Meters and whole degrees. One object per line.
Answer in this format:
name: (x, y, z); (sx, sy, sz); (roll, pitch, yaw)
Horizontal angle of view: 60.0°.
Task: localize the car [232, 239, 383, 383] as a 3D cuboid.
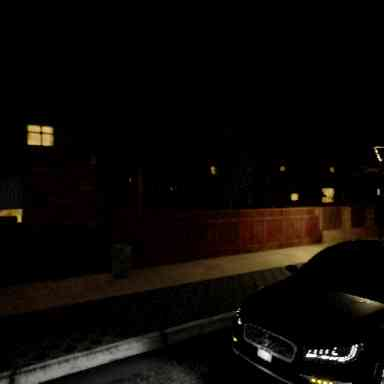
car: (2.770, 1.554, 5.047); (4.892, 1.490, 1.837); (1, 0, -36)
